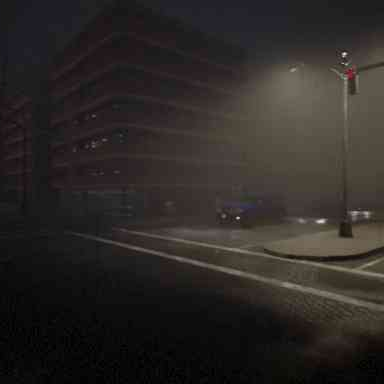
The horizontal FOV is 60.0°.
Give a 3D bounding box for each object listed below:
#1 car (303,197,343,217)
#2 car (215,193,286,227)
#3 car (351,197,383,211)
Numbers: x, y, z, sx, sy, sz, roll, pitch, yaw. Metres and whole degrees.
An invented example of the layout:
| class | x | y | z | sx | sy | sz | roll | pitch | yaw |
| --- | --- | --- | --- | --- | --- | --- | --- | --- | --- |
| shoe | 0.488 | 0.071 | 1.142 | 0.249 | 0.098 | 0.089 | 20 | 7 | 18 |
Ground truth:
| class | x | y | z | sx | sy | sz | roll | pitch | yaw |
| --- | --- | --- | --- | --- | --- | --- | --- | --- | --- |
| car | 11.430 | 1.249 | 28.639 | 5.008 | 1.535 | 1.882 | -1 | 0 | -42 |
| car | 3.977 | 1.081 | 21.969 | 5.566 | 2.045 | 2.150 | -1 | 0 | -42 |
| car | 18.781 | 1.233 | 35.219 | 5.357 | 1.411 | 2.033 | -1 | 0 | -42 |
